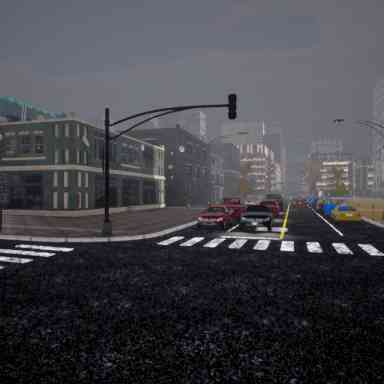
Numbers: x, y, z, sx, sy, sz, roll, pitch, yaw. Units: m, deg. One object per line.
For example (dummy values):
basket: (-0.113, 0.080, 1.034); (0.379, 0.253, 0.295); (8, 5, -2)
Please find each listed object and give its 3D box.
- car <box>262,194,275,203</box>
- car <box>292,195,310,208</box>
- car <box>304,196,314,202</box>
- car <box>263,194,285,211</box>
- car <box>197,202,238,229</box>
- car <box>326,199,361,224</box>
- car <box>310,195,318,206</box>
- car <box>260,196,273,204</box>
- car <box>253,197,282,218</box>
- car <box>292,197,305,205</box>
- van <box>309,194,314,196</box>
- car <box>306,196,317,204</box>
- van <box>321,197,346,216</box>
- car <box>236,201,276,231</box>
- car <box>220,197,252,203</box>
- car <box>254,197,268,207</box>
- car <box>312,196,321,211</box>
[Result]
car: (16.018, 1.326, 69.384); (2.192, 1.841, 5.009); (0, 0, 17)
car: (16.102, 1.571, 49.619); (1.994, 1.385, 4.181); (0, 0, 17)
car: (27.246, 1.580, 77.598); (1.947, 1.339, 4.313); (0, 0, 17)
car: (10.111, 1.227, 40.731); (2.150, 2.045, 5.566); (0, 0, 18)
car: (1.596, 1.584, 21.552); (1.802, 1.307, 4.206); (0, 0, 17)
car: (11.271, 1.529, 24.613); (1.752, 1.417, 4.829); (0, 0, 17)
car: (19.235, 1.574, 51.024); (1.947, 1.339, 4.313); (0, 0, 17)
car: (14.415, 1.560, 64.070); (2.008, 1.369, 4.403); (0, 0, 17)
car: (7.055, 1.481, 30.689); (1.882, 1.535, 5.008); (0, 0, 17)
car: (18.883, 1.557, 59.186); (2.033, 1.411, 5.357); (0, 0, 17)
van: (22.441, 1.351, 61.653); (1.690, 1.788, 3.998); (0, 0, 17)
car: (24.091, 1.536, 67.130); (1.752, 1.417, 4.829); (0, 0, 17)
van: (12.826, 1.345, 29.765); (1.690, 1.788, 3.998); (0, 0, 17)
car: (4.163, 1.528, 21.080); (1.812, 1.442, 4.674); (0, 0, 15)
car: (3.199, 1.318, 26.866); (2.192, 1.841, 5.009); (0, 0, 17)
car: (11.161, 1.533, 53.278); (1.752, 1.417, 4.829); (0, 0, 17)
car: (16.029, 1.557, 40.394); (2.008, 1.369, 4.403); (0, 0, 17)
